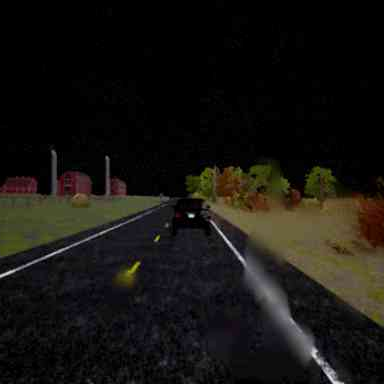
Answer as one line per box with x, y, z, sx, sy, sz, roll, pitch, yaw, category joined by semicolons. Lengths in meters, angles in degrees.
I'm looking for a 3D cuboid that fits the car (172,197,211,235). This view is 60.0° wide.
-0.054;1.401;20.434;2.150;2.045;5.566;0;-1;0;car

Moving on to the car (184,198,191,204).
-1.096;2.292;83.956;1.812;1.442;4.674;0;-1;-2;car

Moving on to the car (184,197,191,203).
-1.382;2.259;93.998;1.812;1.442;4.674;0;-1;-2;car
